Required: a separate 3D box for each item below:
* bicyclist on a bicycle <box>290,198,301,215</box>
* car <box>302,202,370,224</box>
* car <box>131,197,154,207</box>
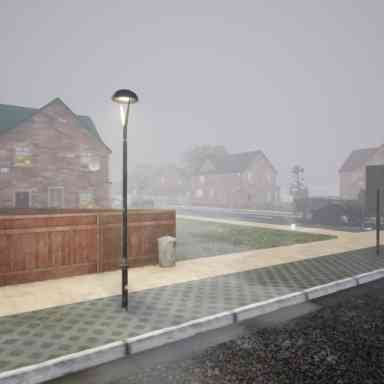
[{"bbox_3d":[9.712,1.352,31.255,1.656,1.620,0.582,0,0,-36],"label":"bicyclist on a bicycle"},{"bbox_3d":[10.612,1.524,24.878,1.837,1.490,4.892,0,0,-35],"label":"car"},{"bbox_3d":[-7.470,1.529,50.042,2.128,1.511,4.902,1,-1,-36],"label":"car"}]
